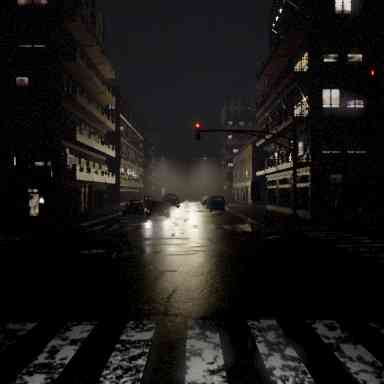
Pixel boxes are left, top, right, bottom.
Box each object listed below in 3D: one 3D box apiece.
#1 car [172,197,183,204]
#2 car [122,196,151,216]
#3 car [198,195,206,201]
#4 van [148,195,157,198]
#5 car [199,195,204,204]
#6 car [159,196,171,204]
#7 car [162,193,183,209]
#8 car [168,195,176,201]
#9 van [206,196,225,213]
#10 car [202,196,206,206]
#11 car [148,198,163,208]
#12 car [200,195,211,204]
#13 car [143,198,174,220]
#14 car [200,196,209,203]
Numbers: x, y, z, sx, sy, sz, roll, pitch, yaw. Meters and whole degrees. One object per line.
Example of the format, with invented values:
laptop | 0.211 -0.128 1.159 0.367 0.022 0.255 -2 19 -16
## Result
car | -2.690 1.591 63.279 1.994 1.385 4.181 0 0 0
car | -5.414 1.432 31.895 1.967 1.590 4.097 0 0 0
car | 2.648 1.527 87.702 1.947 1.339 4.313 0 0 0
van | -5.369 1.329 43.059 1.690 1.788 3.998 0 0 0
car | 2.619 1.550 54.213 1.947 1.339 4.313 0 0 0
car | -5.253 1.524 65.383 1.887 1.381 4.507 0 0 0
car | -2.803 1.202 45.414 2.150 2.045 5.566 0 1 0
car | -5.233 1.512 87.709 2.008 1.369 4.403 0 0 0
van | 2.730 1.331 36.847 1.690 1.788 3.998 0 0 0
car | 2.701 1.533 43.051 1.887 1.381 4.507 0 0 0
car | -5.317 1.568 48.640 1.802 1.307 4.206 0 0 0
car | 2.627 1.419 65.376 1.967 1.590 4.097 0 0 0
car | -2.814 1.519 28.585 1.812 1.442 4.674 0 0 0
car | 2.632 1.520 70.957 1.887 1.381 4.507 0 0 0
